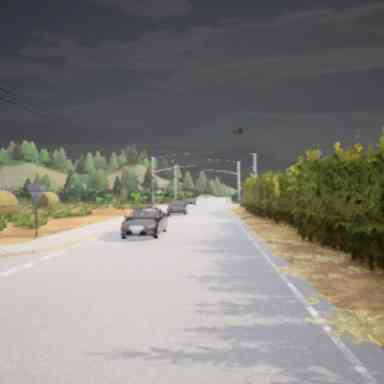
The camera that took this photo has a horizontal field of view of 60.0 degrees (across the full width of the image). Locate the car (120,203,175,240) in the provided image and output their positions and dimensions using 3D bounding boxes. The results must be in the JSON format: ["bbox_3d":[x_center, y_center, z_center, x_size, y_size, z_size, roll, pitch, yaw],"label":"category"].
[{"bbox_3d":[-2.415,1.560,17.661,2.128,1.511,4.902,-1,0,4],"label":"car"}]

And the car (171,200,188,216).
[{"bbox_3d":[-1.408,1.594,33.996,1.837,1.490,4.892,-1,0,4],"label":"car"}]
